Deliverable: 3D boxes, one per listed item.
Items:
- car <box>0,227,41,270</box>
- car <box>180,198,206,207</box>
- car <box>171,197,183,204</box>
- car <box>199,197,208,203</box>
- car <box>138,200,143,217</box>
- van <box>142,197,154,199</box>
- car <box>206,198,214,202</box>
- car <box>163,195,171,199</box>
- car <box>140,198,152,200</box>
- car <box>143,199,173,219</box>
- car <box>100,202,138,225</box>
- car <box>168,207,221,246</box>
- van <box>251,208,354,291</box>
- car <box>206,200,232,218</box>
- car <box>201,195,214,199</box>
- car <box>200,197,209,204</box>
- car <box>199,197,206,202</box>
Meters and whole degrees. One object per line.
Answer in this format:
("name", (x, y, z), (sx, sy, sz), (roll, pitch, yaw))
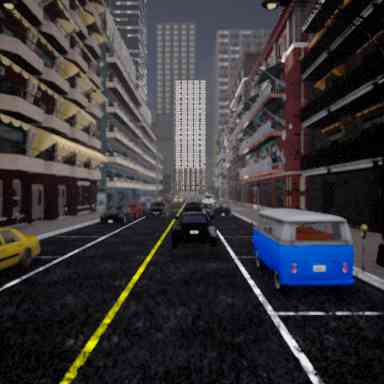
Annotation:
("car", (-5.697, 1.565, 8.696), (1.752, 1.417, 4.829), (0, 0, 0))
("car", (0.104, 1.650, 31.588), (1.837, 1.490, 4.892), (0, 0, 0))
("car", (-2.985, 1.790, 72.695), (1.882, 1.535, 5.008), (0, 0, 0))
("car", (2.701, 1.938, 80.654), (2.008, 1.369, 4.403), (-1, 0, 0))
("car", (-5.691, 1.687, 30.959), (1.887, 1.381, 4.507), (0, 0, 0))
("van", (-5.691, 1.536, 42.007), (1.690, 1.788, 3.998), (-1, 0, 0))
("car", (2.691, 1.719, 36.467), (2.008, 1.369, 4.403), (-1, 0, 0))
("car", (-5.684, 1.674, 75.147), (2.192, 1.841, 5.009), (-1, 0, 0))
("car", (-5.690, 1.713, 36.483), (1.887, 1.381, 4.507), (0, 0, 0))
("car", (-3.091, 1.647, 30.915), (1.837, 1.490, 4.892), (0, 0, 0))
("car", (-5.692, 1.683, 25.435), (1.947, 1.339, 4.313), (0, 0, 0))
("car", (0.100, 1.636, 15.697), (1.994, 1.385, 4.181), (0, 0, 0))
("van", (2.683, 1.382, 8.853), (1.690, 1.788, 3.998), (-1, 0, 0))
("car", (2.689, 1.693, 30.944), (2.008, 1.369, 4.403), (-1, 0, 0))
("car", (3.014, 1.517, 61.919), (2.150, 2.045, 5.566), (0, 0, 0))
("car", (2.699, 1.904, 75.131), (1.887, 1.381, 4.507), (-1, 0, 0))
("car", (2.702, 1.941, 86.347), (1.752, 1.417, 4.829), (-1, 0, 0))
